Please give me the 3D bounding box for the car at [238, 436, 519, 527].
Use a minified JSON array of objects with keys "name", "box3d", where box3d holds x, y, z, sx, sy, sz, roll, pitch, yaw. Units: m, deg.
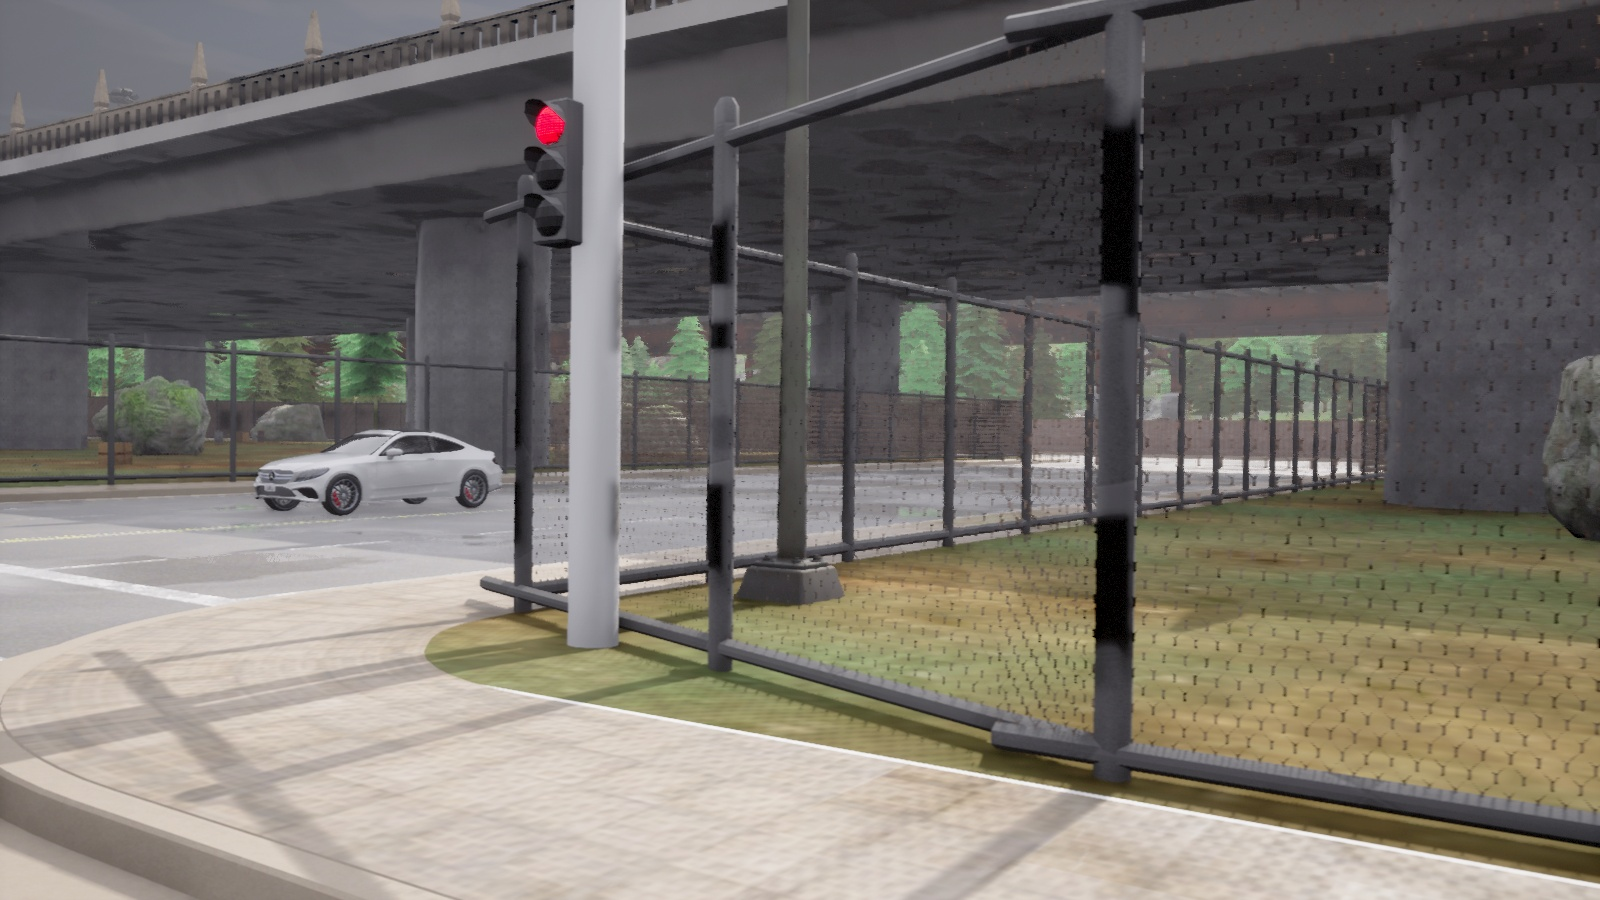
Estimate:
[{"name":"car","box3d":[-7.455,0.482,22.690,1.812,1.442,4.674,0,1,33]}]
